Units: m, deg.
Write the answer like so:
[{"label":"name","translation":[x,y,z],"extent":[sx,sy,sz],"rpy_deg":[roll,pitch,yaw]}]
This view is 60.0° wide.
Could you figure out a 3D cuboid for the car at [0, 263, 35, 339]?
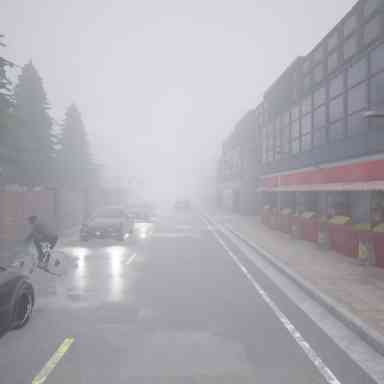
[{"label":"car","translation":[-3.673,1.564,4.087],"extent":[1.994,1.385,4.181],"rpy_deg":[0,0,-2]}]

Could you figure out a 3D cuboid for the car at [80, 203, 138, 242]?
[{"label":"car","translation":[-4.058,1.504,16.517],"extent":[1.837,1.490,4.892],"rpy_deg":[0,0,-2]}]

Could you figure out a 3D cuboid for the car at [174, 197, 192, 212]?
[{"label":"car","translation":[-1.056,1.490,38.395],"extent":[2.128,1.511,4.902],"rpy_deg":[0,0,-2]}]

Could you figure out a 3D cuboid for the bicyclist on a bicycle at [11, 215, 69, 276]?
[{"label":"bicyclist on a bicycle","translation":[-4.048,1.437,8.819],"extent":[1.656,1.620,0.582],"rpy_deg":[-2,-1,7]}]

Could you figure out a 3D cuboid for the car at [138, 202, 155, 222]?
[{"label":"car","translation":[-4.262,1.564,26.080],"extent":[1.994,1.385,4.181],"rpy_deg":[0,0,-2]}]

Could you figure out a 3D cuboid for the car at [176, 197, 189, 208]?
[{"label":"car","translation":[-1.388,1.477,48.354],"extent":[1.882,1.535,5.008],"rpy_deg":[0,0,-1]}]
